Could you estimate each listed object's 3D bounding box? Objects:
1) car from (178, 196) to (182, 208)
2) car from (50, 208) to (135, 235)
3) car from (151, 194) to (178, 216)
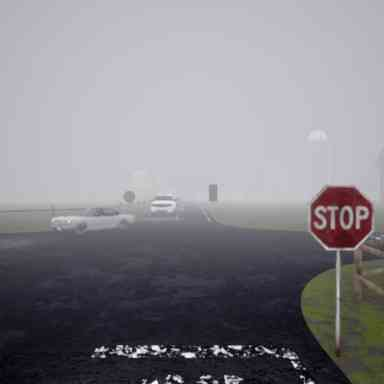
[{"bbox_3d":[-2.805,1.602,49.020,1.812,1.442,4.674,0,0,0],"label":"car"},{"bbox_3d":[-5.585,1.608,19.075,1.895,1.301,4.718,0,0,36],"label":"car"},{"bbox_3d":[-2.833,1.260,33.763,2.150,2.045,5.566,0,0,0],"label":"car"}]
